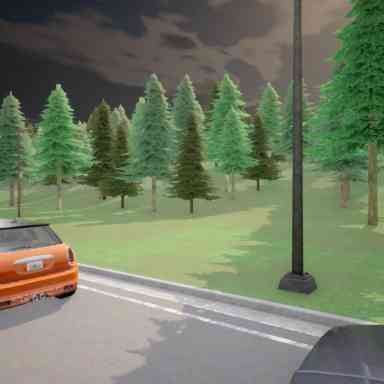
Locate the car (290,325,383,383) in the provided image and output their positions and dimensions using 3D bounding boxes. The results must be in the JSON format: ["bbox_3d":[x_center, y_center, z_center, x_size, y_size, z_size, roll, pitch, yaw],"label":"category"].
[{"bbox_3d":[3.230,1.547,1.691,5.357,1.411,2.033,0,0,36],"label":"car"}]

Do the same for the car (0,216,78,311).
[{"bbox_3d":[-4.571,1.352,7.253,4.553,1.767,2.097,0,0,36],"label":"car"}]
